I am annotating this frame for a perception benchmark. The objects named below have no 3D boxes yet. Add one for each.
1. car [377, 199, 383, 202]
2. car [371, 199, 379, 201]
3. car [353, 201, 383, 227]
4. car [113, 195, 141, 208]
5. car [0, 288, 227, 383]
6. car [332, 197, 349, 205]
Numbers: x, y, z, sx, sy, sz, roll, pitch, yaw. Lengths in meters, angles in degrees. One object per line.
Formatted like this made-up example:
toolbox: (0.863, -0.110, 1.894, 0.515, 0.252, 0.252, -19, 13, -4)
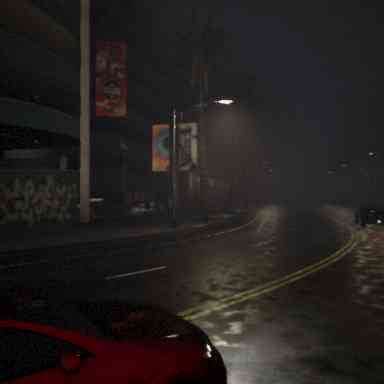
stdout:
car: (18.157, 1.666, 29.246, 1.882, 1.535, 5.008, 0, 0, 16)
car: (26.200, 1.787, 47.144, 2.231, 1.521, 4.892, 0, 0, 15)
car: (12.797, 1.660, 23.633, 1.837, 1.490, 4.892, 0, 0, 19)
car: (-9.453, 1.401, 49.030, 2.435, 2.045, 5.566, 0, 0, 15)
car: (-1.699, 1.589, 2.822, 4.181, 1.385, 1.994, 0, 0, -36)
car: (33.895, 1.855, 75.493, 2.185, 1.767, 4.553, 0, 0, 15)
